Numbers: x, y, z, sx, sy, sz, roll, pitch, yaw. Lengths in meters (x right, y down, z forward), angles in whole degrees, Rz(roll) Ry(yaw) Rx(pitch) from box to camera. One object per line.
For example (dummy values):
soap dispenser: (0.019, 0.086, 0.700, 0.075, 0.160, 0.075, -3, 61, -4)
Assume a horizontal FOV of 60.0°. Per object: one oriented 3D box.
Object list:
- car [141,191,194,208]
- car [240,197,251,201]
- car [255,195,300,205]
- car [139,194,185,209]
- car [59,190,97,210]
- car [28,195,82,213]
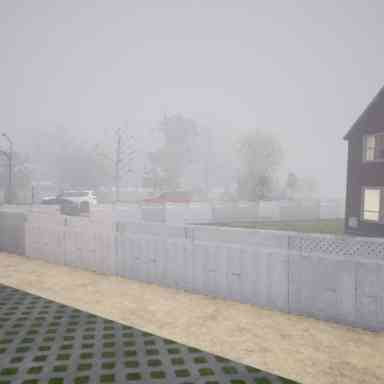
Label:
car: (-2.455, 0.906, 35.380, 5.566, 2.045, 2.150, 0, 2, -19)
car: (8.304, 1.022, 42.398, 4.674, 1.442, 1.812, 0, 2, -18)
car: (10.245, 1.149, 39.623, 5.357, 1.411, 2.033, 0, 2, -18)
car: (-3.491, 1.050, 38.467, 5.008, 1.535, 1.882, 0, 2, -19)
car: (-12.987, 0.866, 35.282, 5.566, 2.045, 2.150, 0, 2, -19)
car: (-13.283, 1.289, 31.777, 4.674, 1.442, 1.812, 0, 2, -17)
